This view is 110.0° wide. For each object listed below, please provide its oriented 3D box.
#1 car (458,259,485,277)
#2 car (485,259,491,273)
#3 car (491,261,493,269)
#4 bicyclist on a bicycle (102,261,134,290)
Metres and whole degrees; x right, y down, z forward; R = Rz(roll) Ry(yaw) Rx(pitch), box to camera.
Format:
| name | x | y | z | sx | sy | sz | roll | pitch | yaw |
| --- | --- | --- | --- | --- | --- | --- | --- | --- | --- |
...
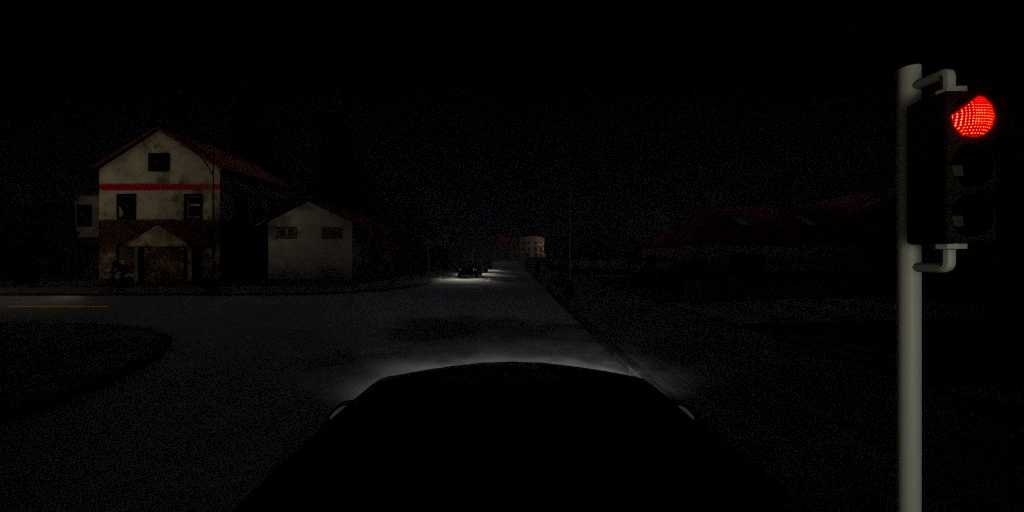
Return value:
| name | x | y | z | sx | sy | sz | roll | pitch | yaw |
| --- | --- | --- | --- | --- | --- | --- | --- | --- | --- |
| car | -4.085 | 1.228 | 35.278 | 1.882 | 1.535 | 5.008 | 0 | 0 | 2 |
| car | -4.055 | 1.228 | 44.932 | 1.882 | 1.535 | 5.008 | 0 | 0 | 0 |
| car | -4.027 | 1.227 | 55.431 | 1.882 | 1.535 | 5.008 | 0 | 0 | 0 |
| bicyclist on a bicycle | -22.523 | 1.099 | 20.511 | 0.582 | 1.620 | 1.656 | 0 | 0 | 0 |
